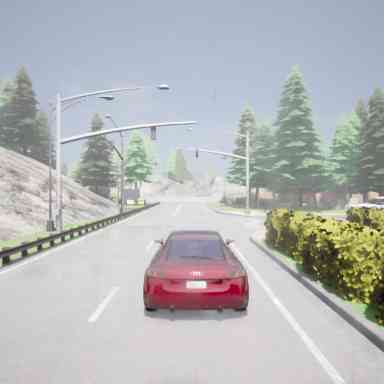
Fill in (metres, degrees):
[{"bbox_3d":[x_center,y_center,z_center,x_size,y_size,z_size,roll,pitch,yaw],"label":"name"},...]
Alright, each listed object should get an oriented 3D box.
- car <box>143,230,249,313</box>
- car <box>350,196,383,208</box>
[{"bbox_3d":[0.070,1.564,7.731,1.994,1.385,4.181,0,0,0],"label":"car"},{"bbox_3d":[16.090,1.384,27.836,5.566,2.045,2.150,0,0,0],"label":"car"}]
